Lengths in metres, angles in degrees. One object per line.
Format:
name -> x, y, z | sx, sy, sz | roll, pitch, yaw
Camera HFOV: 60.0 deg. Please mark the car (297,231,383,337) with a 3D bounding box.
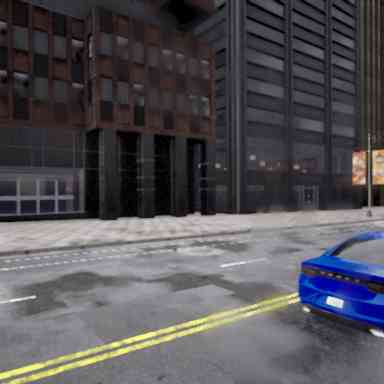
car -> 4.146, 1.504, 6.400 | 5.008, 1.535, 1.882 | 0, 0, -36
